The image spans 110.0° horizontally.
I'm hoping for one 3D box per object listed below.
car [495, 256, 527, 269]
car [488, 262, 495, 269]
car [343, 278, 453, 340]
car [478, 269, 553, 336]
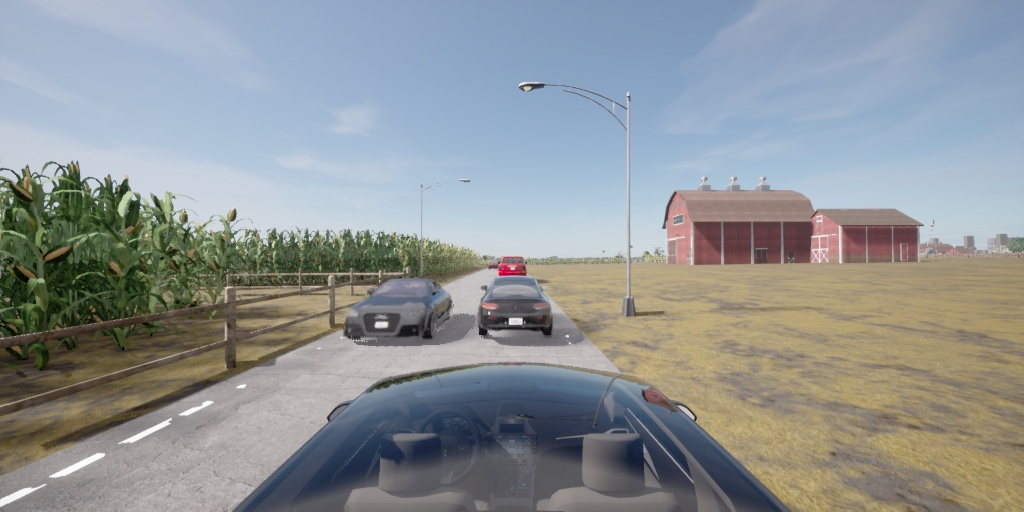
[{"bbox_3d":[0.047,0.999,28.623,2.150,2.045,5.566,0,0,0],"label":"car"},{"bbox_3d":[-2.860,1.572,57.697,1.895,1.301,4.718,0,-1,0],"label":"car"},{"bbox_3d":[-2.866,1.319,9.869,1.994,1.385,4.181,0,0,0],"label":"car"},{"bbox_3d":[0.072,1.282,10.250,1.812,1.442,4.674,0,0,0],"label":"car"}]
